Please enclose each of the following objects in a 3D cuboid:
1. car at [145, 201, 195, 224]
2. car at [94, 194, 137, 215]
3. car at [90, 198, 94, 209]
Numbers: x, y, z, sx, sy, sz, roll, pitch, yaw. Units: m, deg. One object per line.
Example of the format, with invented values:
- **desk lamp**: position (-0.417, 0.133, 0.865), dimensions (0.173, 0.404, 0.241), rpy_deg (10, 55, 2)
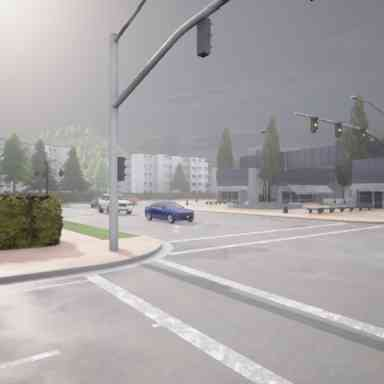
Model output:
- **car**: position (-1.792, 1.477, 25.376), dimensions (1.882, 1.535, 5.008), rpy_deg (0, 0, -37)
- **car**: position (-7.939, 1.220, 34.082), dimensions (2.150, 2.045, 5.566), rpy_deg (0, 0, -31)
- **car**: position (-12.749, 1.351, 45.609), dimensions (2.097, 1.767, 4.553), rpy_deg (0, 0, -14)
